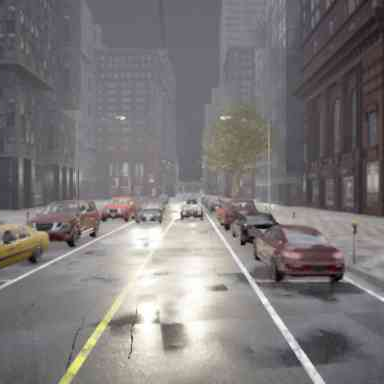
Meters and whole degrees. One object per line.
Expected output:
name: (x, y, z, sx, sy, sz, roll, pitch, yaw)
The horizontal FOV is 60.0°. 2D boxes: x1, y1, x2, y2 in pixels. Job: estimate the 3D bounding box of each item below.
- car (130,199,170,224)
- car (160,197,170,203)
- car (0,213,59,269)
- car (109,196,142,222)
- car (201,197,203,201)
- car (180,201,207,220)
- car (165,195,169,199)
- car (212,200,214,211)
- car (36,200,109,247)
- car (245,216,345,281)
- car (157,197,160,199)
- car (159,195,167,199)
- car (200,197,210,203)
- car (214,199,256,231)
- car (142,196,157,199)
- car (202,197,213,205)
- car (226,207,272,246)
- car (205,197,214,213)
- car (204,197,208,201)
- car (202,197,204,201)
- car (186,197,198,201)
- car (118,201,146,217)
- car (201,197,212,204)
car: (-3.006, 1.555, 25.190, 2.128, 1.511, 4.902, 0, 0, 0)
car: (-5.690, 1.712, 71.580, 1.802, 1.307, 4.206, 0, 0, 0)
car: (-5.670, 1.526, 9.385, 1.752, 1.417, 4.829, 0, 0, 0)
car: (-5.676, 1.340, 26.471, 2.192, 1.841, 5.009, 0, 0, 0)
car: (2.841, 1.519, 54.663, 1.967, 1.590, 4.097, 0, 0, 0)
car: (-0.001, 1.700, 28.181, 1.895, 1.301, 4.718, 0, 0, 0)
car: (-5.686, 1.660, 60.303, 1.947, 1.339, 4.313, 0, 0, 0)
car: (2.850, 1.570, 26.465, 1.887, 1.381, 4.507, 0, 0, 0)
car: (-5.673, 1.323, 15.192, 2.192, 1.841, 5.009, 0, 0, 0)
car: (2.855, 1.583, 9.547, 1.802, 1.307, 4.206, 0, 0, 0)
car: (-5.680, 1.598, 43.387, 1.887, 1.381, 4.507, 0, 0, 0)
car: (-5.684, 1.645, 54.665, 1.947, 1.339, 4.313, 0, 0, 0)
car: (2.835, 1.695, 71.581, 1.947, 1.339, 4.313, 0, 0, 0)
car: (2.851, 1.331, 20.825, 2.192, 1.841, 5.009, 0, 0, 0)
car: (-5.679, 1.358, 37.748, 2.192, 1.841, 5.009, 0, 0, 0)
car: (2.839, 1.676, 60.302, 1.802, 1.307, 4.206, 0, 0, 0)
car: (2.853, 1.573, 15.185, 1.947, 1.339, 4.313, 0, 0, 0)
car: (2.847, 1.609, 37.743, 1.947, 1.339, 4.313, 0, 0, 0)
car: (2.844, 1.579, 43.554, 1.752, 1.417, 4.829, 0, 0, 0)
car: (2.843, 1.647, 49.023, 1.802, 1.307, 4.206, 0, 0, 0)
car: (-0.013, 1.641, 56.824, 1.837, 1.490, 4.892, 0, -2, 0)
car: (-5.677, 1.600, 32.110, 1.947, 1.339, 4.313, 0, 0, 0)
car: (2.837, 1.676, 65.941, 1.947, 1.339, 4.313, 0, 0, 0)
